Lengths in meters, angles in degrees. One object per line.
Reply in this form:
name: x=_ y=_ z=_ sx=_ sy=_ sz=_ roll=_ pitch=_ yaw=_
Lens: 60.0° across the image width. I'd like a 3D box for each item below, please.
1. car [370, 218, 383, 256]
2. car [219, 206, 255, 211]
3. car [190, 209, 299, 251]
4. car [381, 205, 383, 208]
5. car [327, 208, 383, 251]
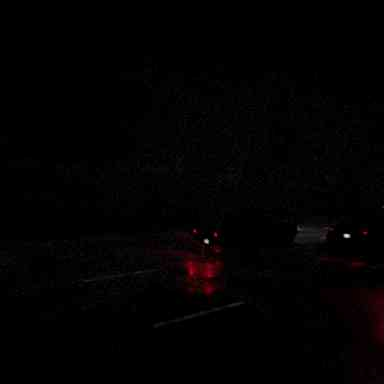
car: x=7.089 y=1.488 z=8.805 sx=4.902 sy=1.511 sz=2.128 roll=0 pitch=0 yaw=-36
car: x=2.883 y=1.520 z=18.703 sx=4.674 sy=1.442 sz=1.812 roll=0 pitch=0 yaw=-36
car: x=2.358 y=1.597 z=14.029 sx=4.718 sy=1.301 sz=1.895 roll=0 pitch=0 yaw=-36
car: x=18.963 y=1.492 z=30.187 sx=4.892 sy=1.490 sz=1.837 roll=-1 pitch=0 yaw=-35
car: x=7.238 y=1.558 z=13.212 sx=4.181 sy=1.385 sz=1.994 roll=0 pitch=0 yaw=-36
